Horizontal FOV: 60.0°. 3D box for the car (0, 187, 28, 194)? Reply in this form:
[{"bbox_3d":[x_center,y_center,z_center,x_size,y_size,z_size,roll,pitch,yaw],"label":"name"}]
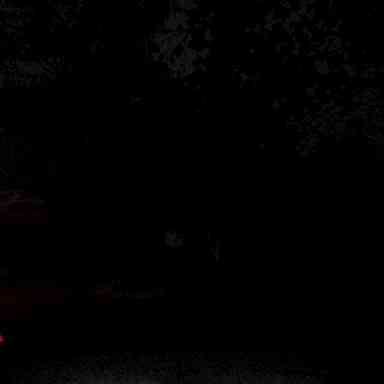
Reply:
[{"bbox_3d":[-9.084,0.798,18.515,4.553,1.767,2.185,1,3,-33],"label":"car"}]

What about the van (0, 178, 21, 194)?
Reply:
[{"bbox_3d":[-24.011,-0.775,41.621,4.442,1.987,1.878,1,2,-33],"label":"van"}]

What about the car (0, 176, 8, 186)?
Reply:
[{"bbox_3d":[-41.900,-2.340,69.763,5.566,2.045,2.435,1,2,-33],"label":"car"}]

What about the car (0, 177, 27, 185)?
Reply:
[{"bbox_3d":[-16.460,-0.079,30.058,5.566,2.045,2.435,1,3,-33],"label":"car"}]

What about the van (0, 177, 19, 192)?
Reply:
[{"bbox_3d":[-26.810,-1.031,46.419,4.442,1.987,1.878,1,2,-33],"label":"van"}]

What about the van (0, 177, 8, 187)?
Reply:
[{"bbox_3d":[-37.309,-1.930,62.847,4.442,1.987,1.878,1,2,-33],"label":"van"}]

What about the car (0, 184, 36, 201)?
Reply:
[{"bbox_3d":[-18.008,0.049,32.368,4.792,1.488,2.163,1,3,-33],"label":"car"}]

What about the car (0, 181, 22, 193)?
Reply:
[{"bbox_3d":[-25.422,-0.679,44.035,5.008,1.535,2.097,1,2,-33],"label":"car"}]

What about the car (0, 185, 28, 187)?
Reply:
[{"bbox_3d":[-13.672,0.469,25.291,5.366,1.575,1.946,1,3,-33],"label":"car"}]

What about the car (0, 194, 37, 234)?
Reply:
[{"bbox_3d":[-7.630,1.074,16.169,5.008,1.535,2.097,1,3,-33],"label":"car"}]

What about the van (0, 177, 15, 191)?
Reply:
[{"bbox_3d":[-28.497,-1.161,48.625,4.442,1.987,1.878,1,2,-33],"label":"van"}]

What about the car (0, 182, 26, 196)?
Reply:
[{"bbox_3d":[-22.425,-0.385,39.388,4.792,1.488,2.163,1,2,-33],"label":"car"}]

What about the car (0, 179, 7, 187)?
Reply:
[{"bbox_3d":[-40.333,-1.955,67.347,5.008,1.535,2.097,1,2,-33],"label":"car"}]

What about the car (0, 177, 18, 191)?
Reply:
[{"bbox_3d":[-29.911,-1.313,51.003,5.566,2.045,2.435,1,2,-33],"label":"car"}]

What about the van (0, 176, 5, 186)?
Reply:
[{"bbox_3d":[-43.269,-2.440,72.174,4.442,1.987,1.878,1,2,-33],"label":"van"}]

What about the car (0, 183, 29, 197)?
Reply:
[{"bbox_3d":[-21.006,-0.252,37.166,4.792,1.488,2.163,1,3,-33],"label":"car"}]
